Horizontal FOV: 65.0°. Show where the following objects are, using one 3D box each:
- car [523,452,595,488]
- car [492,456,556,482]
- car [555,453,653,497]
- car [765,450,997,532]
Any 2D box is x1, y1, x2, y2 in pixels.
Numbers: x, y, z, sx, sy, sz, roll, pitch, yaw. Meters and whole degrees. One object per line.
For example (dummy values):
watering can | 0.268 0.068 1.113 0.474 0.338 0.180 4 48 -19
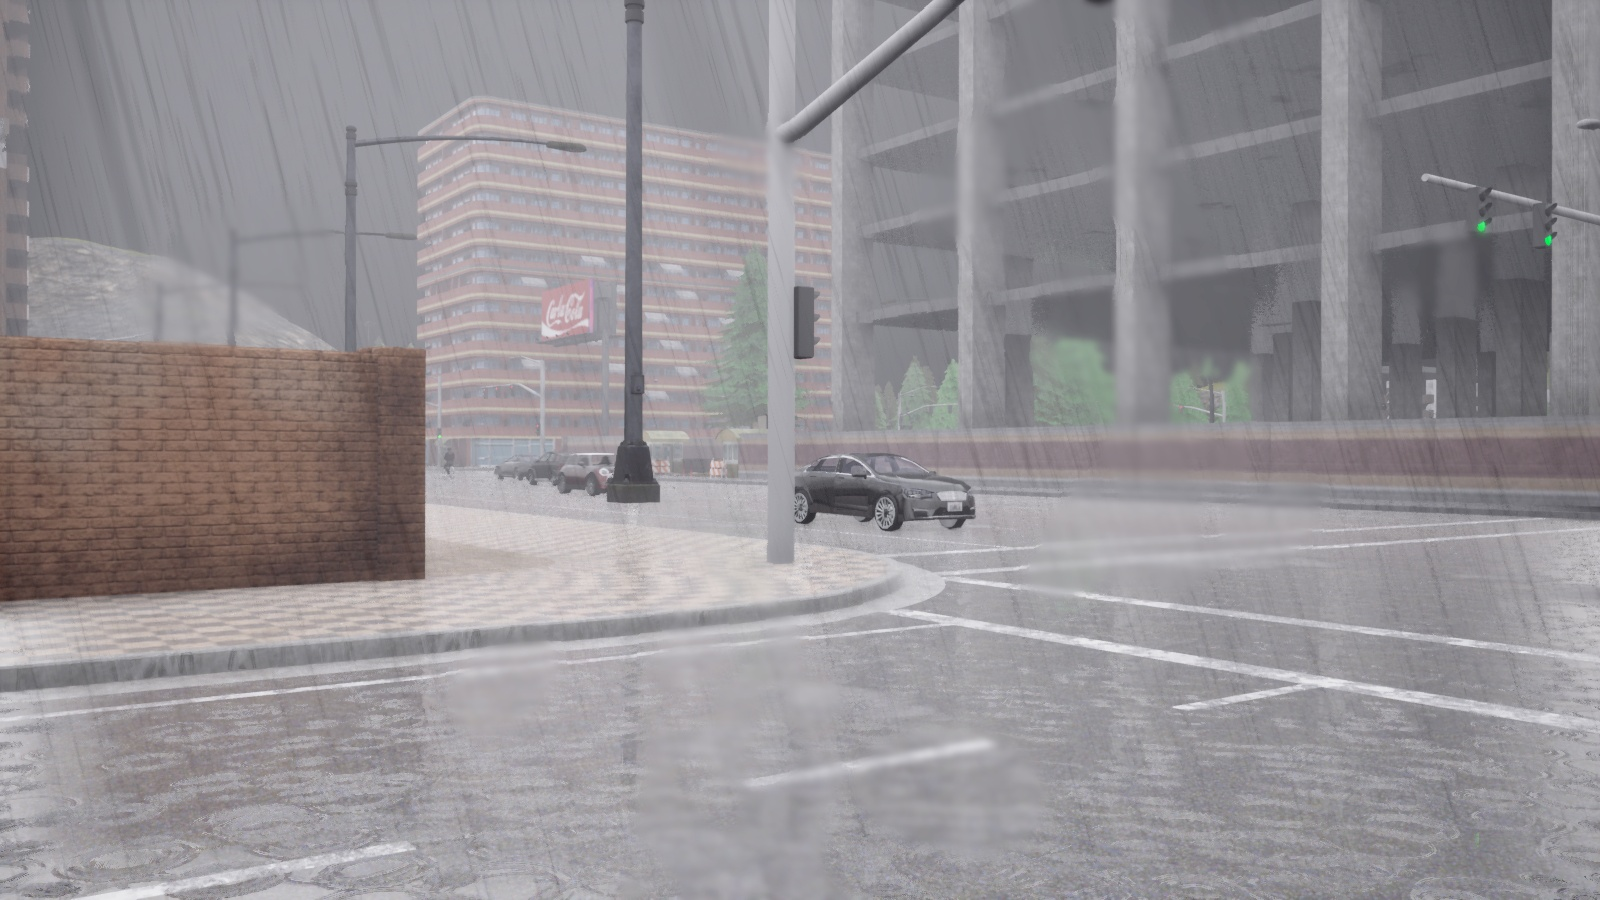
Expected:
car | -10.778 0.883 56.018 1.789 1.549 3.705 0 0 -34
car | -15.111 1.008 68.577 1.994 1.385 4.181 0 0 -34
car | -6.945 0.833 44.192 1.970 1.475 3.806 0 0 -34
car | 1.523 0.760 25.587 2.128 1.511 4.902 0 0 -34
